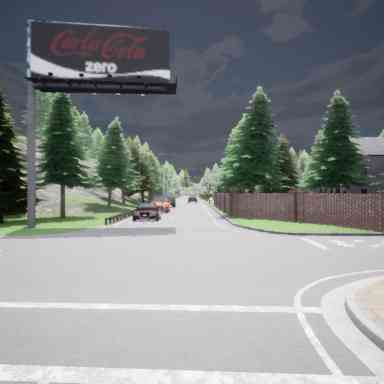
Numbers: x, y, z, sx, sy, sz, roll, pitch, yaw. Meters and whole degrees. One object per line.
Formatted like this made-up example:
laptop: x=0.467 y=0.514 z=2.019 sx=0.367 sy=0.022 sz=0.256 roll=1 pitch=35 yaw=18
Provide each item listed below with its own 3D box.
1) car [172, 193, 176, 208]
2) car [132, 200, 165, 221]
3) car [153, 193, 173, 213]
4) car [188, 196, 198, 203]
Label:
car: x=-3.555 y=1.220 z=48.987 sx=2.150 sy=2.045 sz=5.566 roll=0 pitch=0 yaw=0
car: x=-3.553 y=1.564 z=26.821 sx=1.994 sy=1.385 sz=4.181 roll=0 pitch=0 yaw=-1
car: x=-3.574 y=1.352 z=36.912 sx=2.097 sy=1.767 sz=4.553 roll=0 pitch=0 yaw=0
car: x=0.150 y=1.505 z=68.785 sx=1.837 sy=1.490 sz=4.892 roll=0 pitch=0 yaw=0
